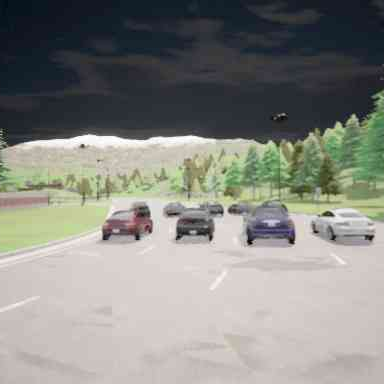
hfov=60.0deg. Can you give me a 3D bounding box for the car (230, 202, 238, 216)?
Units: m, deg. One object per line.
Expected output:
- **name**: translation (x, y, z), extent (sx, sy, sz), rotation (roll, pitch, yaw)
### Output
- **car**: translation (5.124, 1.681, 34.655), extent (1.994, 1.385, 4.181), rotation (0, 0, -12)

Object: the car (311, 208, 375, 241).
- **car**: translation (7.363, 1.535, 16.527), extent (1.812, 1.442, 4.674), rotation (0, 0, 5)

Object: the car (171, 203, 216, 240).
- **car**: translation (0.212, 1.589, 17.581), extent (1.837, 1.490, 4.892), rotation (0, 0, 4)

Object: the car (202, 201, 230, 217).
- **car**: translation (1.789, 1.636, 33.551), extent (2.128, 1.511, 4.902), rotation (0, 0, -12)

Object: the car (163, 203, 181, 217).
- **car**: translation (-1.755, 1.741, 33.362), extent (1.994, 1.385, 4.181), rotation (0, 0, -12)

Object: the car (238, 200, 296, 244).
- **car**: translation (3.573, 1.395, 16.233), extent (2.097, 1.767, 4.553), rotation (-1, 0, 5)

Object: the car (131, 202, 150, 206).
- **car**: translation (-5.168, 1.712, 32.600), extent (1.837, 1.490, 4.892), rotation (0, 0, -12)

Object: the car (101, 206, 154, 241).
- **car**: translation (-3.267, 1.642, 17.396), extent (1.812, 1.442, 4.674), rotation (-1, -1, 5)

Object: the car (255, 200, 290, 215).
- **car**: translation (8.511, 1.615, 35.565), extent (1.812, 1.442, 4.674), rotation (0, 0, -12)
